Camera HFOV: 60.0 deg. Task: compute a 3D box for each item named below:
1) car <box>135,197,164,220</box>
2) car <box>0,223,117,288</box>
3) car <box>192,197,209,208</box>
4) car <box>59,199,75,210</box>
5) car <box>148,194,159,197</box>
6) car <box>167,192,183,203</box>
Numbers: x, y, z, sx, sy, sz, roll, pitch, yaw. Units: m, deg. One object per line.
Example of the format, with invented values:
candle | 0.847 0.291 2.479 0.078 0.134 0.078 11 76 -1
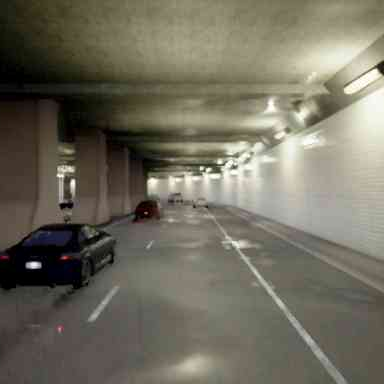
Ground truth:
car | -3.400 1.402 27.057 1.882 1.535 5.008 0 0 0
car | -3.400 1.538 9.150 1.994 1.385 4.181 0 0 0
car | 1.119 1.403 44.164 1.812 1.442 4.674 0 0 -3
car | -14.165 1.490 39.696 1.895 1.301 4.718 0 0 -1
car | -9.411 1.205 81.015 1.812 1.442 4.674 0 0 -26
car | -3.287 1.064 64.579 2.150 2.045 5.566 0 0 -16
